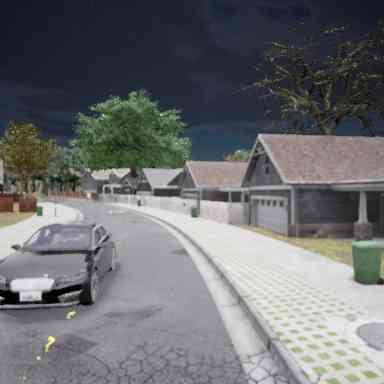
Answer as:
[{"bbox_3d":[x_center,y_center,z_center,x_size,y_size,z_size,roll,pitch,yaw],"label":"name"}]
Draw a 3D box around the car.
[{"bbox_3d":[-3.007,1.522,8.107,2.128,1.511,4.902,0,0,-6],"label":"car"}]
